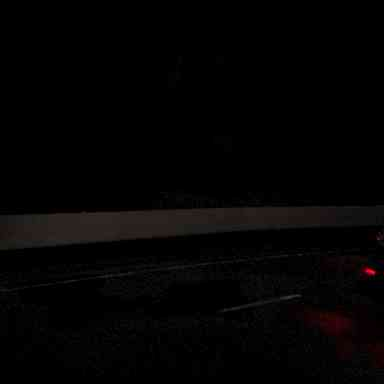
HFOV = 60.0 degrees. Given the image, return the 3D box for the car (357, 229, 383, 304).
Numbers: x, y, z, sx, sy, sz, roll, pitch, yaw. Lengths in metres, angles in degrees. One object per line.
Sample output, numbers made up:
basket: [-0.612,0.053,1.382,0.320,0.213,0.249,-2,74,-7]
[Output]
car: [5.768,1.526,6.512,5.357,1.411,2.033,0,0,-23]

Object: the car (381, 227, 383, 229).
car: [8.558,1.484,11.410,4.674,1.442,1.812,0,0,-19]
